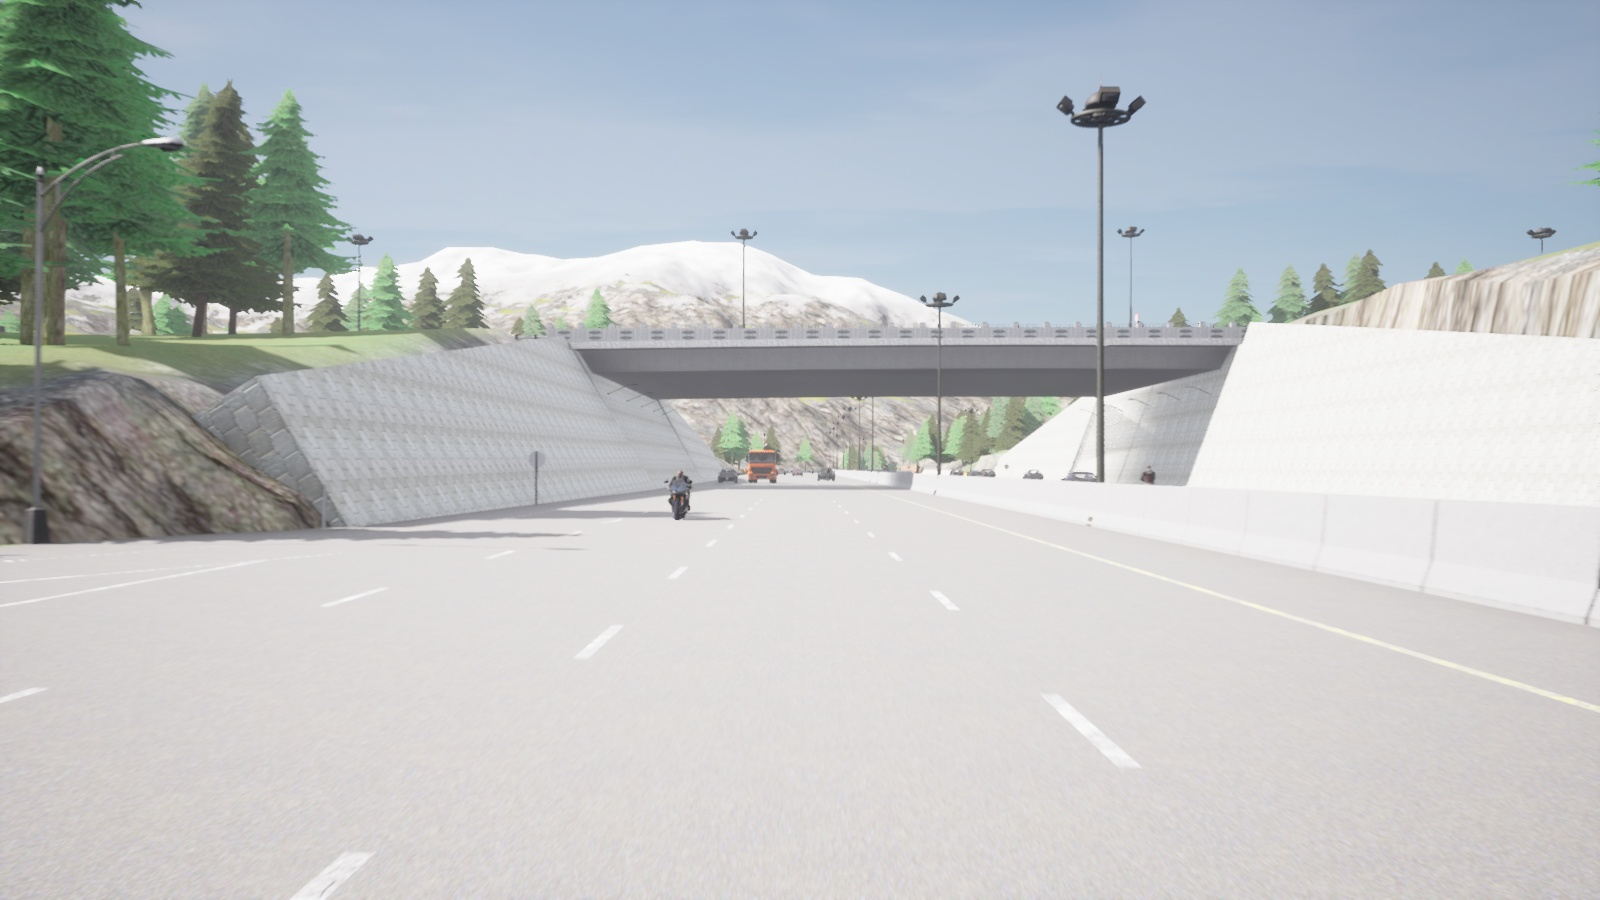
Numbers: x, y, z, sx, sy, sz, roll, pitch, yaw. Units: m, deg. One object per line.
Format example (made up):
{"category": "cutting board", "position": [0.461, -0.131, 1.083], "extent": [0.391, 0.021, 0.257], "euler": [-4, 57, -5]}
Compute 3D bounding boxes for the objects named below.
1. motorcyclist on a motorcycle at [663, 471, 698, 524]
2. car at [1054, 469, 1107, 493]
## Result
{"category": "motorcyclist on a motorcycle", "position": [-3.590, 1.399, 37.835], "extent": [0.866, 1.530, 2.191], "euler": [0, -1, 0]}
{"category": "car", "position": [17.314, 1.896, 77.731], "extent": [2.033, 1.411, 5.357], "euler": [0, -1, 0]}
